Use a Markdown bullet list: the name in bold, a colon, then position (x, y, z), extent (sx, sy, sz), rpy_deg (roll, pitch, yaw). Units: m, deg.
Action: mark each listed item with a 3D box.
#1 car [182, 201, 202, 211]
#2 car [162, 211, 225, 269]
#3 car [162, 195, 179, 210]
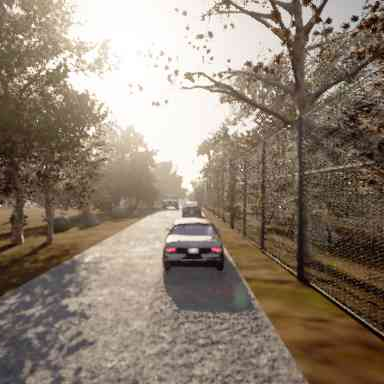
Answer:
- **car**: position (-0.012, 1.628, 32.279), extent (1.812, 1.442, 4.674), rpy_deg (0, 0, 0)
- **car**: position (0.047, 1.582, 11.184), extent (2.033, 1.411, 5.357), rpy_deg (0, 0, 0)
- **car**: position (-3.034, 1.453, 47.481), extent (2.150, 2.045, 5.566), rpy_deg (0, -1, 0)
